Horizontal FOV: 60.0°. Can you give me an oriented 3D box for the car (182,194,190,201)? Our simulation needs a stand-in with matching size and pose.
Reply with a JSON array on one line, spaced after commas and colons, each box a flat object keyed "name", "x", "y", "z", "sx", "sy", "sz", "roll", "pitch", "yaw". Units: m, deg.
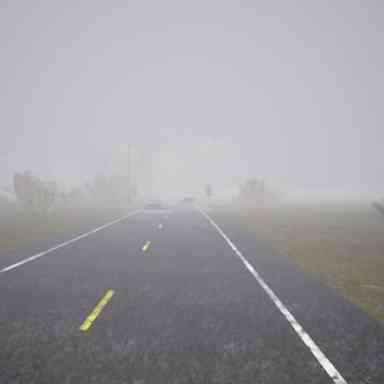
[{"name": "car", "x": -1.381, "y": 1.131, "z": 73.778, "sx": 1.812, "sy": 1.442, "sz": 4.674, "roll": 0, "pitch": 0, "yaw": -3}]

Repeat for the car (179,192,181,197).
[{"name": "car", "x": -1.104, "y": 1.098, "z": 67.974, "sx": 1.801, "sy": 1.575, "sz": 5.366, "roll": 0, "pitch": 0, "yaw": -3}]

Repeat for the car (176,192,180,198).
[{"name": "car", "x": -3.275, "y": 0.990, "z": 91.518, "sx": 1.994, "sy": 1.385, "sz": 4.181, "roll": 0, "pitch": 0, "yaw": -3}]

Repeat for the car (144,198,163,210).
[{"name": "car", "x": -4.403, "y": 1.382, "z": 38.964, "sx": 1.994, "sy": 1.385, "sz": 4.181, "roll": 0, "pitch": 0, "yaw": -2}]

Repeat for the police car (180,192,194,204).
[{"name": "police car", "x": -0.623, "y": 1.130, "z": 57.905, "sx": 1.930, "sy": 1.638, "sz": 5.238, "roll": 0, "pitch": 0, "yaw": -3}]
